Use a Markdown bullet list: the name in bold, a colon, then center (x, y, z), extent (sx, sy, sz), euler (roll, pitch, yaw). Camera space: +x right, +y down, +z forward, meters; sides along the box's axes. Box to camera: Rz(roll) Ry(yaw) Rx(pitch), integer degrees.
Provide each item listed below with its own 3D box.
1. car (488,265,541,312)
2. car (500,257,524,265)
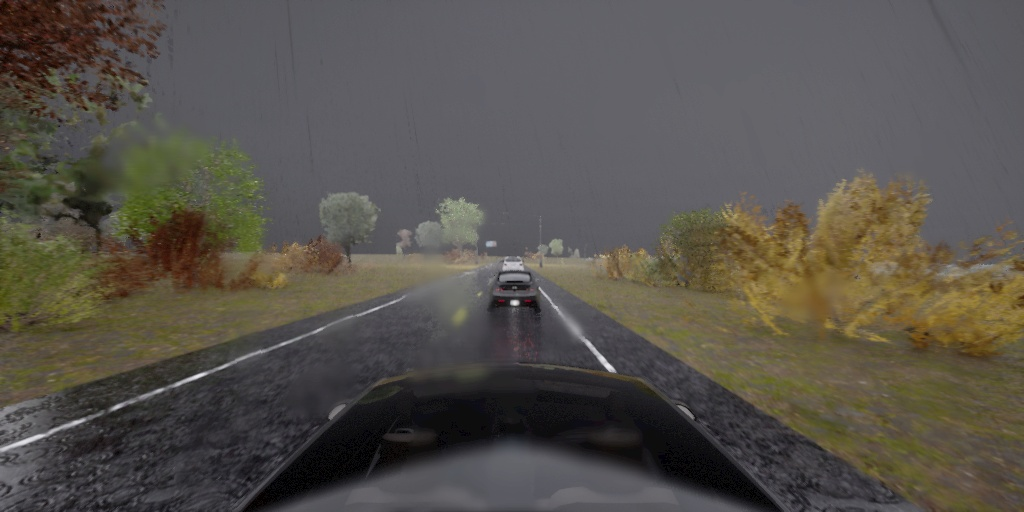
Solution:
- **car**: center (0.099, 1.300, 14.413), extent (1.837, 1.490, 4.892), euler (0, 0, 0)
- **car**: center (0.118, 1.095, 39.994), extent (2.150, 2.045, 5.566), euler (0, 0, 0)
